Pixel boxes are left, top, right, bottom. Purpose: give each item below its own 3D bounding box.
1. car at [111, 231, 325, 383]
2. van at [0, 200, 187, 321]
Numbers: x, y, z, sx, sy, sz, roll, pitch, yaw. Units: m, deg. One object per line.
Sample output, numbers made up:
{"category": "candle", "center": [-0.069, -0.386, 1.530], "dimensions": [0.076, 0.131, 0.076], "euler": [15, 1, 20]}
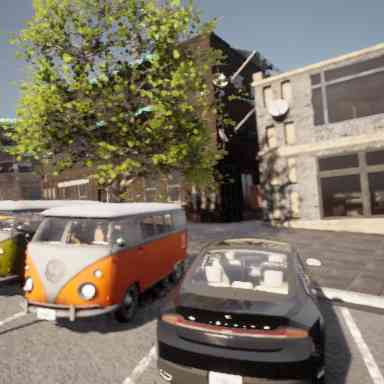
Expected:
{"category": "car", "center": [0.965, 1.475, 5.335], "dimensions": [2.231, 1.521, 4.892], "euler": [0, -1, 16]}
{"category": "van", "center": [-1.507, 1.231, 6.995], "dimensions": [1.878, 1.987, 4.442], "euler": [1, 0, 16]}
